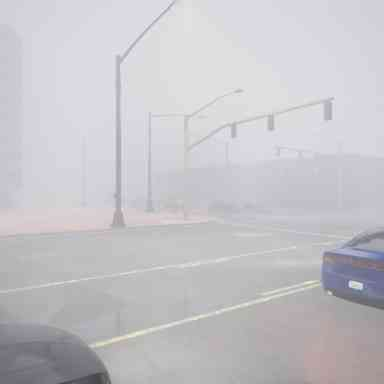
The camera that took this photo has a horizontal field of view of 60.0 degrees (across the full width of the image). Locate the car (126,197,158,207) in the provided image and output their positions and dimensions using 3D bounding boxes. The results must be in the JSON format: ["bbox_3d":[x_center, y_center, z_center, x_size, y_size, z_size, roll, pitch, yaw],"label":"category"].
[{"bbox_3d":[-7.979,1.492,52.621,2.128,1.511,4.902,0,0,-35],"label":"car"}]

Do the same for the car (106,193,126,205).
[{"bbox_3d":[-13.991,1.222,61.128,2.150,2.045,5.566,0,0,-37],"label":"car"}]

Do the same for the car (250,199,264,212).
[{"bbox_3d":[6.314,1.526,38.743,1.812,1.442,4.674,0,0,-34],"label":"car"}]

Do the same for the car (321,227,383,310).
[{"bbox_3d":[4.890,1.478,7.235,5.008,1.535,1.882,0,0,-35],"label":"car"}]

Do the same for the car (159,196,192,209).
[{"bbox_3d":[-1.994,1.352,44.219,2.097,1.767,4.553,0,0,-35],"label":"car"}]

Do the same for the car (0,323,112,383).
[{"bbox_3d":[-2.842,1.505,1.727,4.892,1.490,1.837,0,0,-35],"label":"car"}]

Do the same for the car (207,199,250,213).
[{"bbox_3d":[3.602,1.492,36.379,2.128,1.511,4.902,0,0,-35],"label":"car"}]
